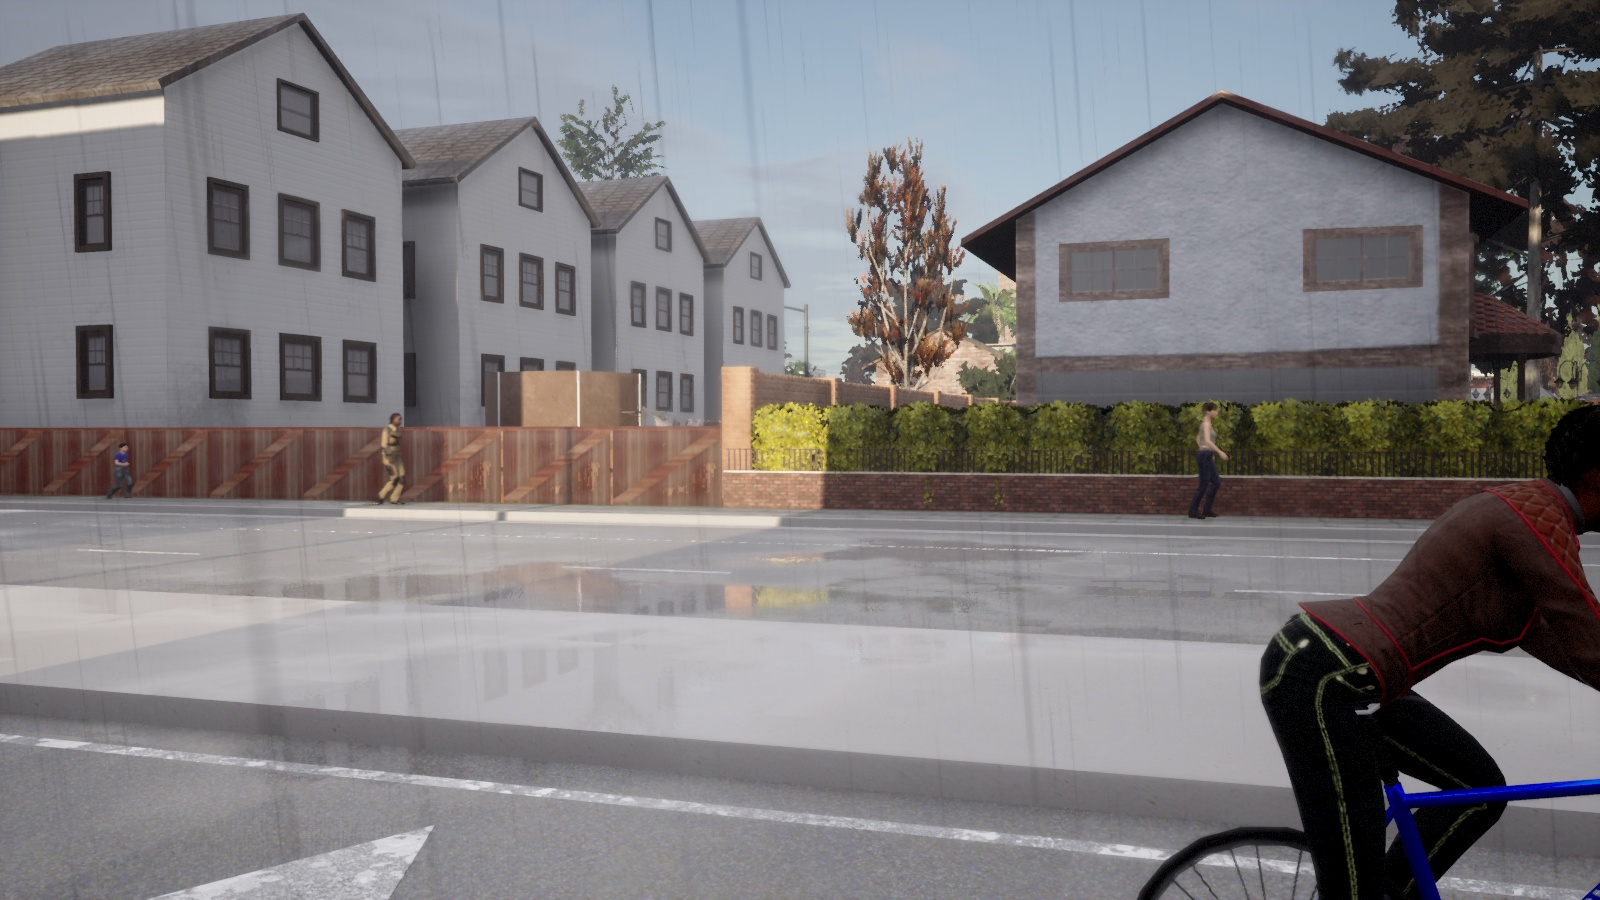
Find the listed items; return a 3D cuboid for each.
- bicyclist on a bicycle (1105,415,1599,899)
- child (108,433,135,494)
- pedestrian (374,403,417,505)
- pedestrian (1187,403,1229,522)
[{"bbox_3d":[1.527,0.742,2.678,1.656,1.620,0.582,1,1,19],"label":"bicyclist on a bicycle"},{"bbox_3d":[-14.360,0.282,26.590,0.437,1.263,0.270,1,1,19],"label":"child"},{"bbox_3d":[-7.712,0.069,23.950,0.692,1.930,0.396,1,1,21],"label":"pedestrian"},{"bbox_3d":[6.365,0.192,19.569,0.594,1.836,0.345,1,1,20],"label":"pedestrian"}]
